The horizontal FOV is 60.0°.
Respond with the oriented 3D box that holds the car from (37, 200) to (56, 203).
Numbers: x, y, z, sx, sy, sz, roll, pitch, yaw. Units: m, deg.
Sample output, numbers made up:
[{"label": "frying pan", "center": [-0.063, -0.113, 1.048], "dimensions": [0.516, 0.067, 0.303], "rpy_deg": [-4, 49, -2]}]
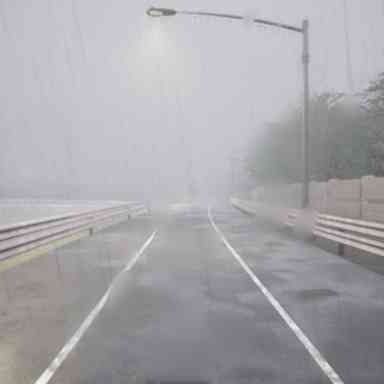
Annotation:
[{"label": "car", "center": [-38.001, 2.581, 86.952], "dimensions": [4.892, 1.490, 1.837], "rpy_deg": [1, -4, -19]}]
